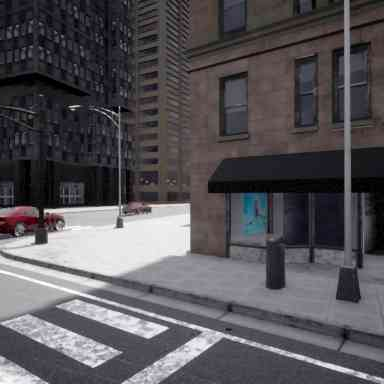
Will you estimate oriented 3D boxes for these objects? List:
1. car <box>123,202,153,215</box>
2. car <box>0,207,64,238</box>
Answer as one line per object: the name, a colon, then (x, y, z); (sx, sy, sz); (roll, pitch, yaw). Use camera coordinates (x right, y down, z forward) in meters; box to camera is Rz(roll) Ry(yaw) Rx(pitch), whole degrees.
car: (-6.179, 1.857, 38.119); (1.812, 1.442, 4.674); (0, -1, 20)
car: (-9.264, 1.569, 18.578); (1.882, 1.535, 5.008); (0, -1, 16)
